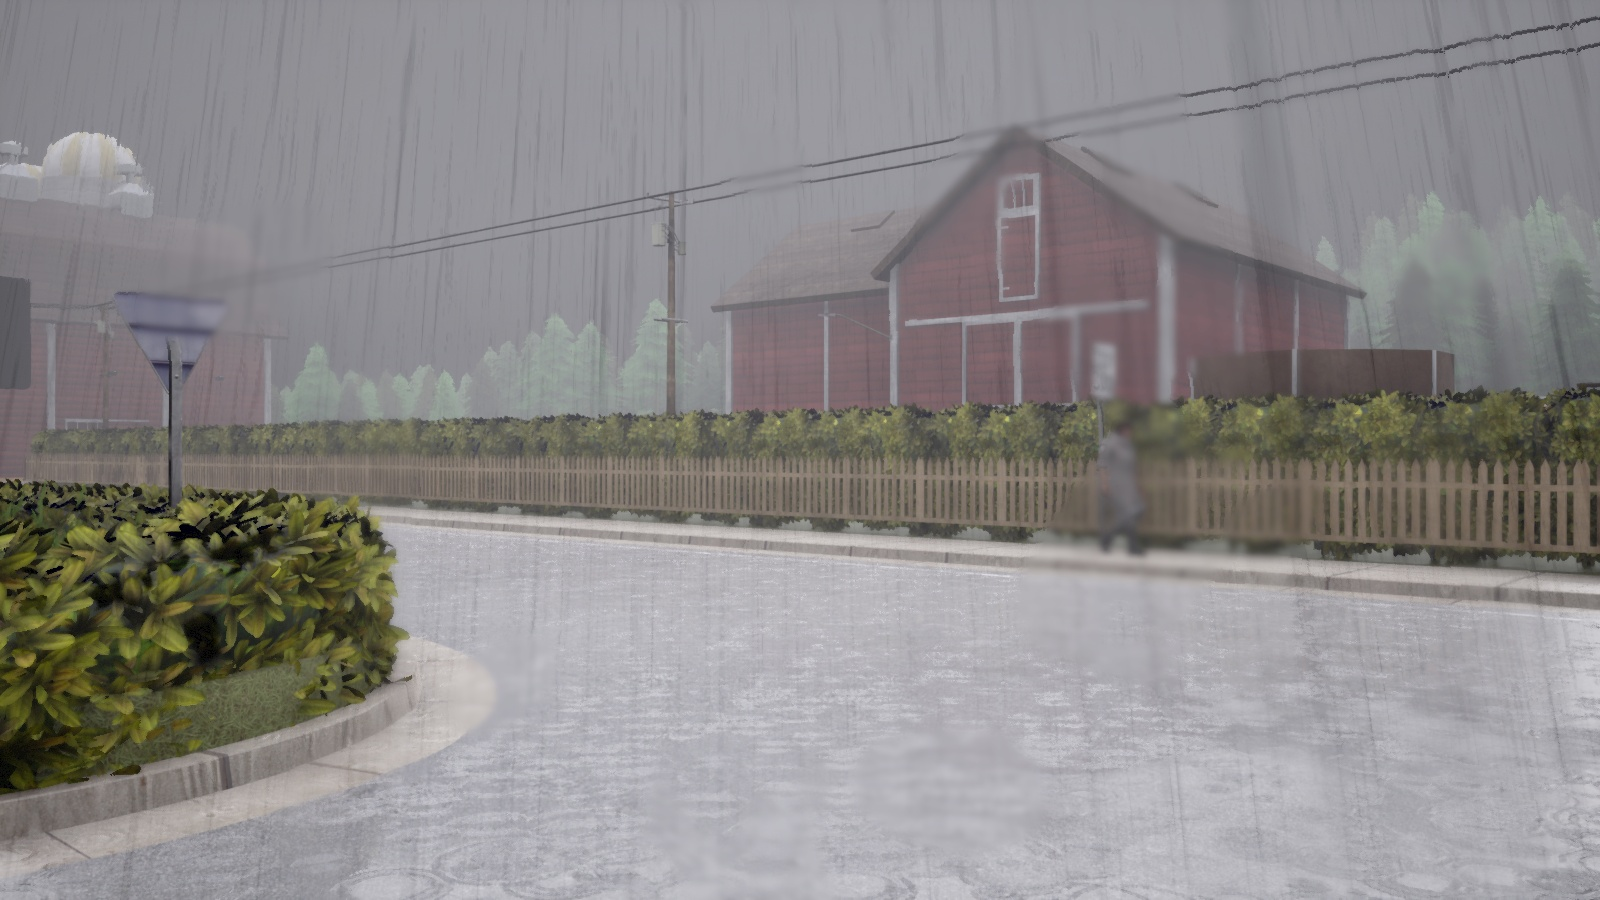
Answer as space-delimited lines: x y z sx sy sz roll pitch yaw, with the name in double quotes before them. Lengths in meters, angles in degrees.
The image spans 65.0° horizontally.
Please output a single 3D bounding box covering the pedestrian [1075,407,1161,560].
"pedestrian" 4.183 0.432 16.521 0.873 1.952 0.659 0 0 43
